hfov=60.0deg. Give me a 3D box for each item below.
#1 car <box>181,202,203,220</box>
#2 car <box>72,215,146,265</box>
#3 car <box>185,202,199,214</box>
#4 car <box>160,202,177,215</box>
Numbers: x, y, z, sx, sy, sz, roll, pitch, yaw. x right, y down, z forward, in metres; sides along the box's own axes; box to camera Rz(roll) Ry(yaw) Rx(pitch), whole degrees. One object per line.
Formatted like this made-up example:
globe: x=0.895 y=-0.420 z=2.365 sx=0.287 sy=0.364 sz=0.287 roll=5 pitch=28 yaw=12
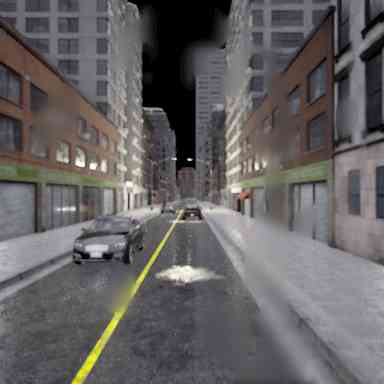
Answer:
car: x=0.022 y=1.916 z=32.943 sx=1.837 sy=1.490 sz=4.892 roll=0 pitch=-1 yaw=0
car: x=-2.872 y=1.645 z=12.412 sx=2.128 sy=1.511 sz=4.902 roll=0 pitch=-1 yaw=0
car: x=-0.004 y=2.060 z=43.604 sx=1.837 sy=1.490 sz=4.892 roll=0 pitch=-1 yaw=0
car: x=-2.932 y=2.033 z=41.651 sx=1.837 sy=1.490 sz=4.892 roll=0 pitch=-1 yaw=0
